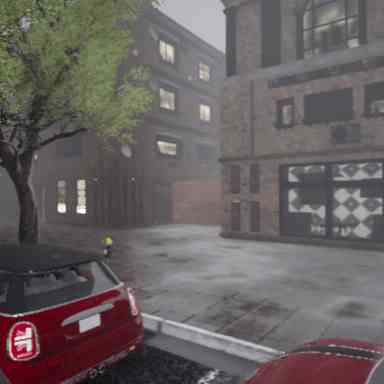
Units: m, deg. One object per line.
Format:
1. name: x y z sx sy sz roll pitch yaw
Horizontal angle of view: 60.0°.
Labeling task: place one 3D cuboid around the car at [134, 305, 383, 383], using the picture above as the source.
1. car: 1.931 1.432 1.496 4.097 1.590 1.967 -1 0 36

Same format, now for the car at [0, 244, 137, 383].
1. car: -2.706 1.493 4.804 4.097 1.590 1.967 -1 0 36
